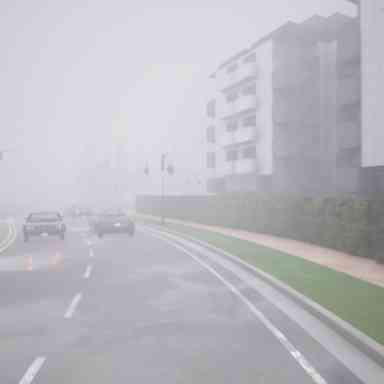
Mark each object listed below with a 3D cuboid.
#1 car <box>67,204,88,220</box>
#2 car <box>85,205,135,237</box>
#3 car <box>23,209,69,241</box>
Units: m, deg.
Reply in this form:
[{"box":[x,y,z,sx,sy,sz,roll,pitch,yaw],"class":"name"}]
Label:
[{"box":[-10.071,1.751,29.649,1.895,1.301,4.718,0,0,-31],"class":"car"},{"box":[-4.627,1.653,18.891,1.994,1.385,4.181,0,0,-24],"class":"car"},{"box":[-7.747,1.696,17.513,1.895,1.301,4.718,0,0,-24],"class":"car"}]
